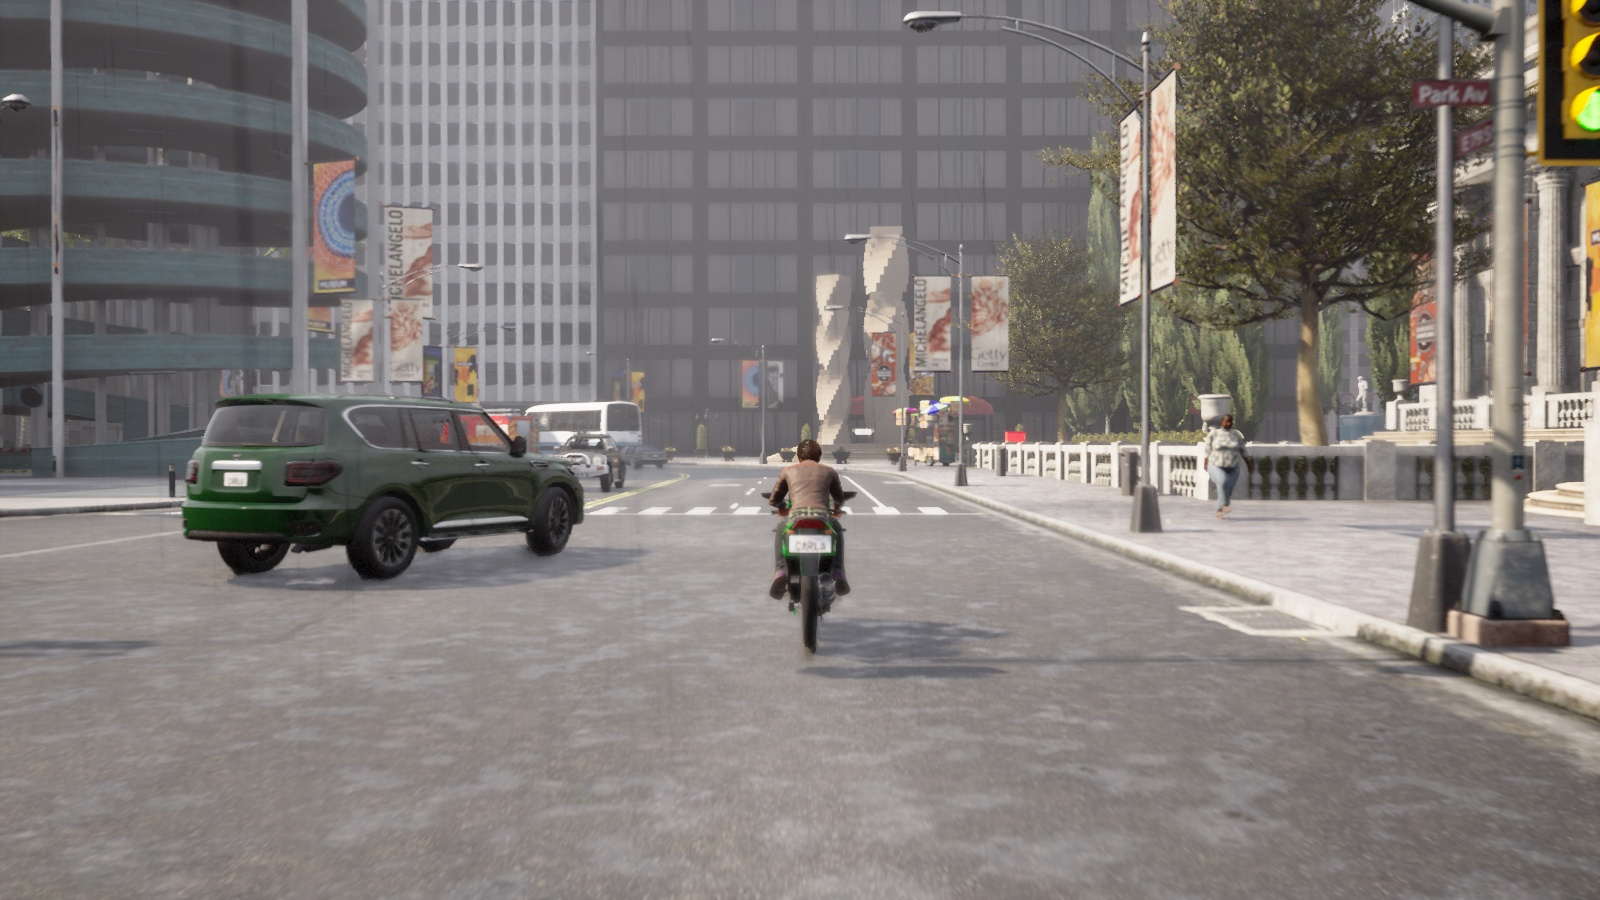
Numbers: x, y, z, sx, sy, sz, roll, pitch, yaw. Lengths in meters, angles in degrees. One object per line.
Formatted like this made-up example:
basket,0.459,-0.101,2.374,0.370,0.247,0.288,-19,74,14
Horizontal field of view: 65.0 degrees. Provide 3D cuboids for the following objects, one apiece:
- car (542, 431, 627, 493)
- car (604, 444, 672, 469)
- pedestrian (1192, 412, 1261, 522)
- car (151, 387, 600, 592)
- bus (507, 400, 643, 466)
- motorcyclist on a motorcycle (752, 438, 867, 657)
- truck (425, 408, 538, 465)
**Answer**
car,-6.762,0.333,39.854,1.932,1.855,4.605,0,0,0
car,-9.734,0.364,74.966,2.033,1.411,5.357,0,0,-31
pedestrian,7.304,0.288,21.553,0.874,1.855,0.900,0,0,1
car,-4.843,0.374,15.478,2.150,2.045,5.566,0,0,22
bus,-15.720,-1.133,87.056,10.273,4.253,3.944,0,0,43
motorcyclist on a motorcycle,0.071,0.674,9.744,0.797,1.523,2.044,0,0,0
truck,-22.260,-0.929,87.482,8.468,3.827,2.891,0,0,36
